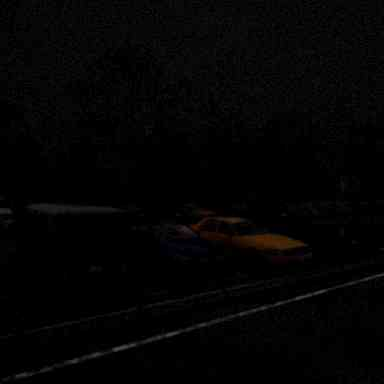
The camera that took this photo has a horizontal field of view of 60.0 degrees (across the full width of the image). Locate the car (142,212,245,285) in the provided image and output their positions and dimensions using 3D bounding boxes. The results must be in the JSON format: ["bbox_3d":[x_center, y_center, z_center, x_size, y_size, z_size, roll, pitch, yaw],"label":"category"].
[{"bbox_3d":[-0.849,1.575,9.990,2.002,1.452,4.674,0,0,-36],"label":"car"}]

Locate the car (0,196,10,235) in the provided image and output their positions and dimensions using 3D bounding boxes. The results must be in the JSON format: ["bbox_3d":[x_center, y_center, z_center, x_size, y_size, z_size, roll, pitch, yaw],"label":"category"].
[{"bbox_3d":[-11.351,1.260,18.524,2.435,2.045,5.566,0,0,-36],"label":"car"}]

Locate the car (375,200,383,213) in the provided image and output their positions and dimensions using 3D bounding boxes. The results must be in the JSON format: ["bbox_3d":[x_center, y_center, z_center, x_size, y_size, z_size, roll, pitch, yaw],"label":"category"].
[{"bbox_3d":[20.253,1.775,41.130,2.097,1.535,5.008,0,0,-36],"label":"car"}]

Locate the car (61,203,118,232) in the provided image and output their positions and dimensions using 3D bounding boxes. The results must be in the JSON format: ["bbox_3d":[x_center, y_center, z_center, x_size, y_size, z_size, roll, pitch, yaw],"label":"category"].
[{"bbox_3d":[-6.854,1.548,21.777,2.097,1.535,5.008,0,0,-36],"label":"car"}]

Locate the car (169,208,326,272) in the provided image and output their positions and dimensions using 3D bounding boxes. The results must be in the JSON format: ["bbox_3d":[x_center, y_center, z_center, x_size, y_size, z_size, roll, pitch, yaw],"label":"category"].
[{"bbox_3d":[1.542,1.551,11.466,1.946,1.575,5.366,0,0,-36],"label":"car"}]

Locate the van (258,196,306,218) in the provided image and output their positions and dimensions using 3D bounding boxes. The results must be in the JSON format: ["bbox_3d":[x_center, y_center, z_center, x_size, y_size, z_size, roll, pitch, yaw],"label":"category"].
[{"bbox_3d":[8.895,1.453,33.157,1.878,1.987,4.442,0,0,-36],"label":"van"}]

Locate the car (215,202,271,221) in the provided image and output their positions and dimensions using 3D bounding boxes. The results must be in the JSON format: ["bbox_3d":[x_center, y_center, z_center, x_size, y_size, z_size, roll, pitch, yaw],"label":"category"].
[{"bbox_3d":[4.461,1.671,29.813,2.163,1.488,4.792,0,0,-36],"label":"car"}]

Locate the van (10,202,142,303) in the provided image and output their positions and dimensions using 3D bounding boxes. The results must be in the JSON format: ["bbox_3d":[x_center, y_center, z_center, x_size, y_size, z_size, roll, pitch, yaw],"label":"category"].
[{"bbox_3d":[-3.195,1.290,8.455,1.878,1.987,4.442,0,0,-36],"label":"van"}]

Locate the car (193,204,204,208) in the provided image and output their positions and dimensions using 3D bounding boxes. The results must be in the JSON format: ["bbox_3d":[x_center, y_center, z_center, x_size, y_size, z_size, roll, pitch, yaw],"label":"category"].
[{"bbox_3d":[0.033,1.601,26.459,1.946,1.575,5.366,0,0,-36],"label":"car"}]

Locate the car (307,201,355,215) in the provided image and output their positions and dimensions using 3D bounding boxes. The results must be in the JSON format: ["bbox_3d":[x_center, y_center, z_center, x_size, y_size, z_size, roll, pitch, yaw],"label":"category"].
[{"bbox_3d":[15.740,1.776,37.898,2.002,1.452,4.674,0,0,-36],"label":"car"}]

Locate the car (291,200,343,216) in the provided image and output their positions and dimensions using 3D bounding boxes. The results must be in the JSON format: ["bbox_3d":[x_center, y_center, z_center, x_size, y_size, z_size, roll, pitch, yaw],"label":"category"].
[{"bbox_3d":[13.483,1.716,36.283,2.097,1.535,5.008,0,0,-36],"label":"car"}]

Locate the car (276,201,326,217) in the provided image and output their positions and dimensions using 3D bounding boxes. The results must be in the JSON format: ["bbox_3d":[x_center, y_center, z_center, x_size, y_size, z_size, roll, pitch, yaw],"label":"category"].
[{"bbox_3d":[11.221,1.738,34.671,2.002,1.452,4.674,0,0,-35],"label":"car"}]

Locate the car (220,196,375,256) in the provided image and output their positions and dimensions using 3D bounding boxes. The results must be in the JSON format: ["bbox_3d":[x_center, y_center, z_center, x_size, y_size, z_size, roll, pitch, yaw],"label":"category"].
[{"bbox_3d":[3.734,1.321,13.224,2.435,2.045,5.566,0,0,-36],"label":"car"}]

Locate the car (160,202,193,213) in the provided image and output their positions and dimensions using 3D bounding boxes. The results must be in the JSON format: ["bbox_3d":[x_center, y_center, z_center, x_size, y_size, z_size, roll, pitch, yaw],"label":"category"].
[{"bbox_3d":[-2.350,1.615,25.021,2.163,1.488,4.792,0,0,-36],"label":"car"}]

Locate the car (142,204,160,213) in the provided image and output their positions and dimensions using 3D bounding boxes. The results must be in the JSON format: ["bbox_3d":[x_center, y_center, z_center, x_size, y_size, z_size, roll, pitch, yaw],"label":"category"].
[{"bbox_3d":[-4.595,1.568,23.391,2.231,1.521,4.892,0,0,-36],"label":"car"}]

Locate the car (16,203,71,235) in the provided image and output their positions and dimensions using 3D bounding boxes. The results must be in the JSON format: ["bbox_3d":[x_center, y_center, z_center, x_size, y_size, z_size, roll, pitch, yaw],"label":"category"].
[{"bbox_3d":[-9.113,1.530,20.164,2.097,1.535,5.008,0,0,-36],"label":"car"}]
